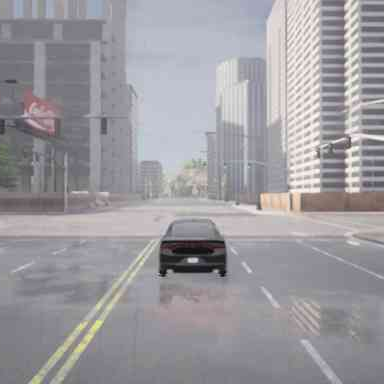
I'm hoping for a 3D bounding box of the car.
[{"bbox_3d":[0.028,1.591,10.800,1.882,1.535,5.008,0,-1,0],"label":"car"}]
